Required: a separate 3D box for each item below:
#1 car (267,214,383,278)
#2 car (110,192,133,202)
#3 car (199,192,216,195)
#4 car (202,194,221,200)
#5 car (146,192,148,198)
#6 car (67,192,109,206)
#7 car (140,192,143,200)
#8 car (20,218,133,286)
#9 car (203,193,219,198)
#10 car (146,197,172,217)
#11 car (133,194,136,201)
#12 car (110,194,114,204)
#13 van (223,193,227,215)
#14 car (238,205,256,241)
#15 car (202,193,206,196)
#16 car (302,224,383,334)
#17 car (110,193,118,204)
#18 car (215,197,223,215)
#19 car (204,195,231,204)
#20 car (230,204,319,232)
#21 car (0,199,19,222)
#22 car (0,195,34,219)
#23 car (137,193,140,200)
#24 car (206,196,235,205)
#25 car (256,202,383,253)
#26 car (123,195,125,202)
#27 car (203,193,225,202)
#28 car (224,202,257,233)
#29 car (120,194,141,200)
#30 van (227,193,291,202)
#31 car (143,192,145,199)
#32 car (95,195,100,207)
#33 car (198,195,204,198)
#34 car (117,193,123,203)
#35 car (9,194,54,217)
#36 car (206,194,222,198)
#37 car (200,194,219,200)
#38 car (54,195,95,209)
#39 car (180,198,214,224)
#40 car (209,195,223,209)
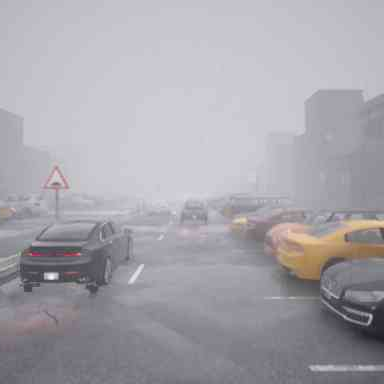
[{"bbox_3d":[4.703,1.460,8.359,5.008,1.535,2.097,0,0,0],"label":"car"},{"bbox_3d":[-15.543,1.076,67.582,5.566,2.045,2.435,0,0,0],"label":"car"},{"bbox_3d":[4.776,1.073,69.499,5.566,2.045,2.435,0,0,0],"label":"car"},{"bbox_3d":[4.817,1.343,83.519,4.792,1.488,2.163,0,0,0],"label":"car"},{"bbox_3d":[-15.601,1.340,92.402,4.792,1.488,2.163,0,0,0],"label":"car"},{"bbox_3d":[-15.522,1.152,48.280,5.566,2.045,2.435,0,0,0],"label":"car"},{"bbox_3d":[-15.396,1.303,81.373,5.366,1.575,1.946,0,0,0],"label":"car"},{"bbox_3d":[-2.903,1.483,9.285,1.837,1.490,4.892,0,0,0],"label":"car"},{"bbox_3d":[4.707,1.366,52.949,5.008,1.535,2.097,0,0,0],"label":"car"},{"bbox_3d":[-2.909,1.467,30.863,1.812,1.442,4.674,0,0,0],"label":"car"},{"bbox_3d":[-15.762,1.312,73.095,5.366,1.575,1.946,0,0,0],"label":"car"},{"bbox_3d":[-15.554,1.421,53.666,4.674,1.452,2.002,0,0,0],"label":"car"},{"bbox_3d":[4.820,1.207,25.036,4.442,1.987,1.878,0,0,0],"label":"van"},{"bbox_3d":[4.700,1.451,13.919,5.008,1.535,2.097,0,0,0],"label":"car"},{"bbox_3d":[4.902,1.347,58.382,5.366,1.575,1.946,0,0,0],"label":"car"},{"bbox_3d":[4.714,1.467,5.582,4.892,1.521,2.231,0,0,0],"label":"car"},{"bbox_3d":[-15.557,1.408,56.554,4.674,1.452,2.002,0,0,0],"label":"car"},{"bbox_3d":[4.695,1.429,27.816,4.892,1.521,2.231,0,0,0],"label":"car"},{"bbox_3d":[4.695,1.372,61.162,4.792,1.488,2.163,0,0,0],"label":"car"},{"bbox_3d":[4.706,1.483,19.478,4.674,1.452,2.002,0,0,0],"label":"car"},{"bbox_3d":[-15.519,1.469,23.584,5.008,1.535,2.097,0,0,0],"label":"car"},{"bbox_3d":[-15.558,1.339,26.341,4.553,1.767,2.185,0,0,0],"label":"car"},{"bbox_3d":[-15.768,1.304,78.610,5.366,1.575,1.946,0,0,0],"label":"car"},{"bbox_3d":[4.738,1.388,55.604,4.792,1.488,2.163,0,0,0],"label":"car"},{"bbox_3d":[4.738,1.330,11.140,4.553,1.767,2.185,0,0,0],"label":"car"},{"bbox_3d":[-15.568,1.386,62.069,4.674,1.452,2.002,0,0,0],"label":"car"},{"bbox_3d":[4.788,1.195,72.312,4.553,1.767,2.185,0,0,0],"label":"car"},{"bbox_3d":[4.520,1.444,16.698,5.366,1.575,1.946,0,0,0],"label":"car"},{"bbox_3d":[-15.549,1.335,84.130,4.792,1.488,2.163,0,0,0],"label":"car"},{"bbox_3d":[4.820,1.212,22.257,4.442,1.987,1.878,0,0,0],"label":"van"},{"bbox_3d":[-15.547,1.335,86.886,4.792,1.488,2.163,0,0,0],"label":"car"},{"bbox_3d":[-15.550,1.454,45.523,4.674,1.452,2.002,0,0,0],"label":"car"},{"bbox_3d":[0.089,1.479,42.132,1.994,1.385,4.181,0,0,0],"label":"car"},{"bbox_3d":[-15.557,1.356,59.311,5.008,1.535,2.097,0,0,0],"label":"car"},{"bbox_3d":[-15.558,1.210,28.976,5.566,2.045,2.435,0,0,0],"label":"car"},{"bbox_3d":[4.691,1.391,44.494,4.892,1.521,2.231,0,0,0],"label":"car"},{"bbox_3d":[4.805,1.318,91.731,5.008,1.535,2.097,0,0,0],"label":"car"},{"bbox_3d":[-15.515,1.454,42.765,4.792,1.488,2.163,0,0,0],"label":"car"},{"bbox_3d":[0.134,1.428,24.032,2.128,1.511,4.902,1,-1,-1],"label":"car"},{"bbox_3d":[4.669,1.433,38.934,4.792,1.488,2.163,0,0,0],"label":"car"}]
